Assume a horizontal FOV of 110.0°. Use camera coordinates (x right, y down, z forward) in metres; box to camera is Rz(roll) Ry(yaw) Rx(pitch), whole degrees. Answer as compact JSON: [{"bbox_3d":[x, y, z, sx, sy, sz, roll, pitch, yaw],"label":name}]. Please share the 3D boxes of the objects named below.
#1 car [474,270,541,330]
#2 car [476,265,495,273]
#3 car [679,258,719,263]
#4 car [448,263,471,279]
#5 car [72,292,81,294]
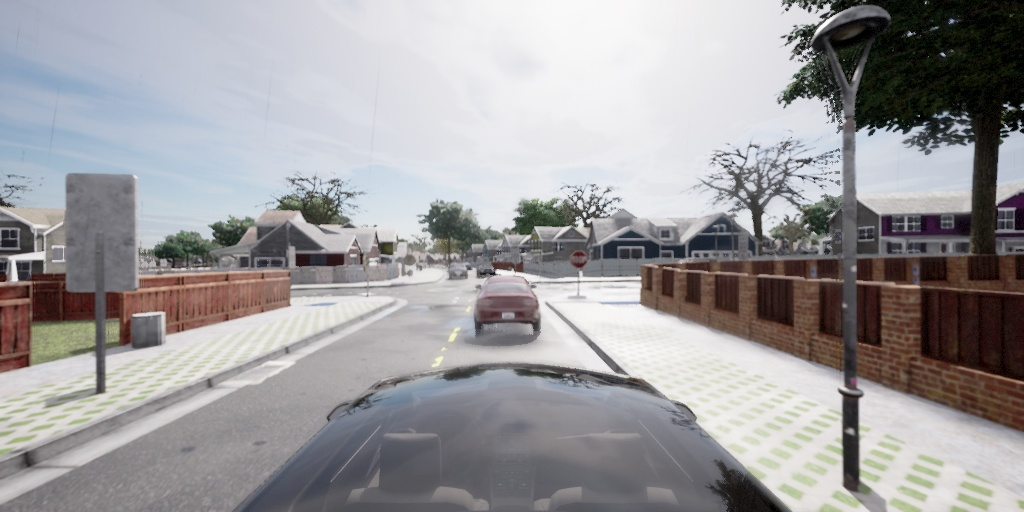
[{"bbox_3d":[-0.175,1.338,11.281,1.812,1.442,4.674,0,0,-2],"label":"car"},{"bbox_3d":[-3.018,1.707,40.895,1.895,1.301,4.718,0,-1,-10],"label":"car"},{"bbox_3d":[11.937,0.946,24.218,4.553,1.767,2.097,-1,0,4],"label":"car"},{"bbox_3d":[-5.478,1.559,36.780,2.128,1.511,4.902,0,-1,-8],"label":"car"},{"bbox_3d":[-25.383,2.053,19.025,4.718,1.301,1.895,-1,0,-10],"label":"car"}]
